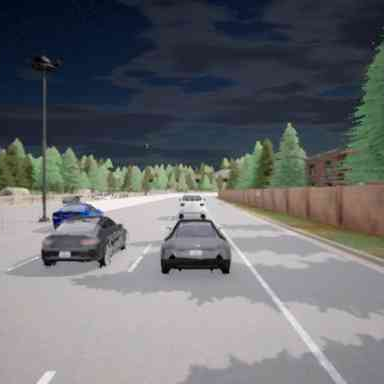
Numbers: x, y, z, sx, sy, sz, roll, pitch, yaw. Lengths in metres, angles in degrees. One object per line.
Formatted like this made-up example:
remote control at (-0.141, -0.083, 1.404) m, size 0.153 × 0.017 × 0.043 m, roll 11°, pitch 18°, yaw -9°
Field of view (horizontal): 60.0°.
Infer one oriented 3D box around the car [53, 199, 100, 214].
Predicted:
car at (-6.952, 1.445, 20.770) m, size 1.882 × 1.535 × 5.008 m, roll 0°, pitch 0°, yaw 0°

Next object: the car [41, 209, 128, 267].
car at (-3.416, 1.508, 11.214) m, size 1.812 × 1.442 × 4.674 m, roll 0°, pitch 0°, yaw 0°

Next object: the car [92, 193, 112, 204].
car at (-16.914, 1.166, 62.559) m, size 2.150 × 2.045 × 5.566 m, roll 0°, pitch 0°, yaw 2°

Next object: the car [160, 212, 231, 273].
car at (0.098, 1.547, 10.655) m, size 1.994 × 1.385 × 4.181 m, roll 0°, pitch 0°, yaw 0°

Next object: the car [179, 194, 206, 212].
car at (0.021, 1.175, 29.153) m, size 2.150 × 2.045 × 5.566 m, roll 0°, pitch 0°, yaw 0°

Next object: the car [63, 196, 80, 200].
car at (-20.572, 1.412, 56.790) m, size 1.837 × 1.490 × 4.892 m, roll 0°, pitch 0°, yaw 2°
